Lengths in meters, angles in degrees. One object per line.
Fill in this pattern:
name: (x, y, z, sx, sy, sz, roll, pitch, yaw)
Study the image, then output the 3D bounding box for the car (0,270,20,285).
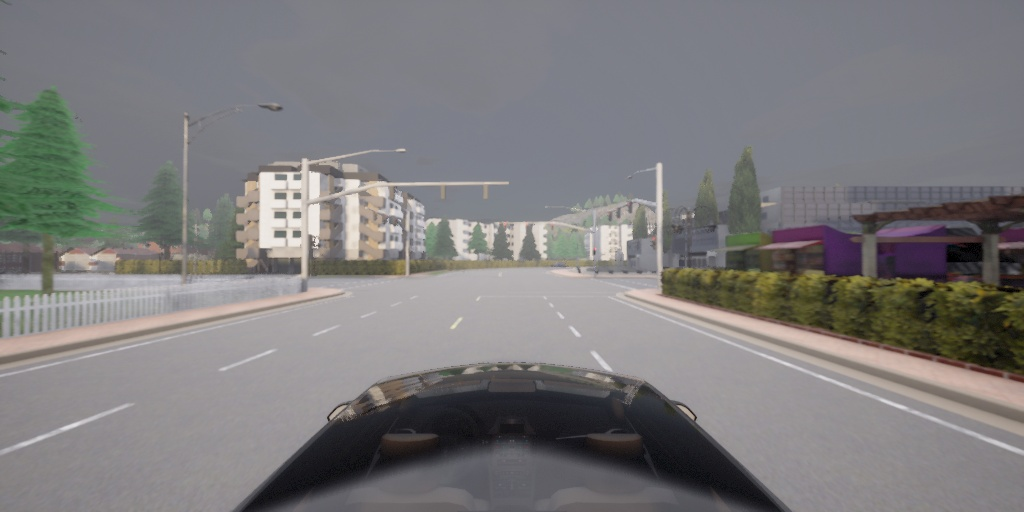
car: (-41.419, 1.570, 27.889, 5.008, 1.535, 1.882, 0, -1, 2)
